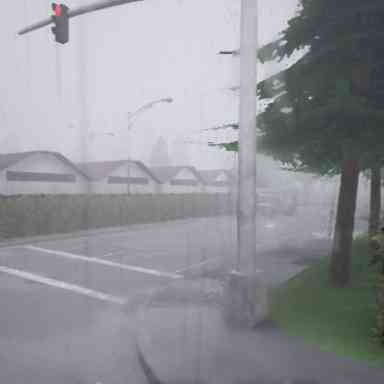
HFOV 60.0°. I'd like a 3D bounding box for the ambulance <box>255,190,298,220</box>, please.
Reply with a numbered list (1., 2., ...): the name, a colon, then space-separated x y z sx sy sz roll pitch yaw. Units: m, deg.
1. ambulance: 7.430 1.068 29.867 2.351 2.431 6.366 1 1 36
